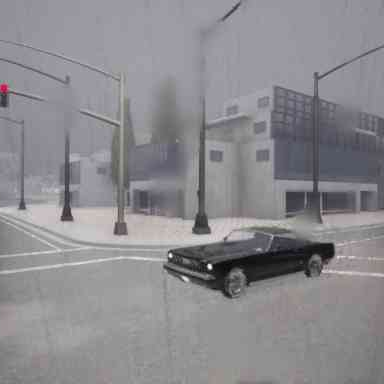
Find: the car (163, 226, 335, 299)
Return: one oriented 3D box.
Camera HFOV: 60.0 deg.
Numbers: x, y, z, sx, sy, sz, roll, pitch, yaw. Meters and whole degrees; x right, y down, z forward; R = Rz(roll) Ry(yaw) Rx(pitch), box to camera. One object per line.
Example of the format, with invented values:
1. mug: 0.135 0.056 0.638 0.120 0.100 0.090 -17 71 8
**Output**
1. car: 1.634 1.610 8.631 4.718 1.301 1.895 0 0 -37
